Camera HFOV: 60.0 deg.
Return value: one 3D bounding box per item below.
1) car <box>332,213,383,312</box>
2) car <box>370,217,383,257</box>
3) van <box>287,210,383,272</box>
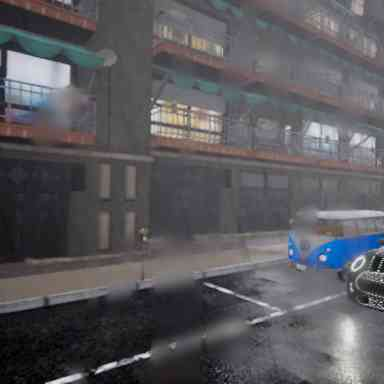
[{"bbox_3d":[5.301,1.443,7.095,4.553,1.767,2.097,1,-1,-36],"label":"car"},{"bbox_3d":[9.132,1.709,13.175,4.507,1.381,1.887,1,0,-36],"label":"car"},{"bbox_3d":[4.542,1.448,9.849,3.998,1.788,1.690,1,0,-36],"label":"van"}]
